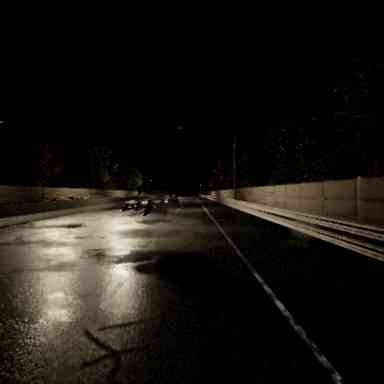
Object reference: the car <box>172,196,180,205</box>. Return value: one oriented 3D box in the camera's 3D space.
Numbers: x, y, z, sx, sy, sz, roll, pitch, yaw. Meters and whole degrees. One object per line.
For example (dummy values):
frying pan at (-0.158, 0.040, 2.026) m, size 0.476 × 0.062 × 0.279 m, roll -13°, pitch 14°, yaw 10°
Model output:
car at (-3.390, 1.574, 61.914) m, size 1.882 × 1.535 × 5.008 m, roll 0°, pitch 0°, yaw 0°

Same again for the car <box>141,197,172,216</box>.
car at (-3.394, 1.386, 32.465) m, size 2.097 × 1.767 × 4.553 m, roll 0°, pitch 0°, yaw 0°

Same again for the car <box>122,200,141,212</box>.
car at (-6.895, 1.593, 39.199) m, size 2.033 × 1.411 × 5.357 m, roll 0°, pitch 0°, yaw 0°
